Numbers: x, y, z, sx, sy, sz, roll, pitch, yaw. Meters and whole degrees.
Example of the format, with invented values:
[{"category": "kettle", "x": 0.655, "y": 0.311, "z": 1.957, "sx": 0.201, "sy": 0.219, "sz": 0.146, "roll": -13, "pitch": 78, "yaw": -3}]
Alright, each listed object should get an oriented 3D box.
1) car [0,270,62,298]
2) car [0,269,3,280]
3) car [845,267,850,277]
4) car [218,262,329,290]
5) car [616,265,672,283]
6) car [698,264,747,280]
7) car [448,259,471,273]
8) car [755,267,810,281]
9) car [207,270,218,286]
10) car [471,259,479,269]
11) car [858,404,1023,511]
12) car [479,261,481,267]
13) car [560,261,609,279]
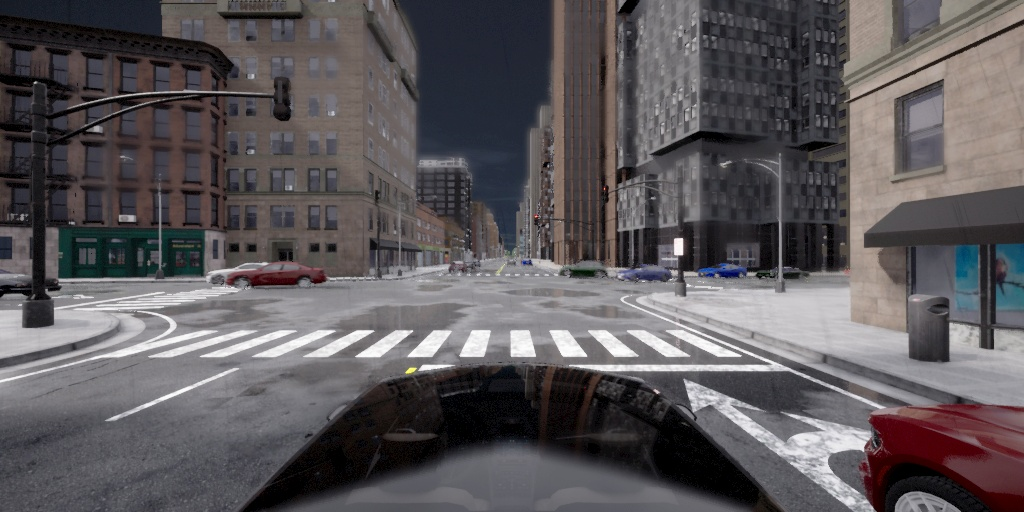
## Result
[{"category": "car", "x": -22.317, "y": 1.032, "z": 14.441, "sx": 5.357, "sy": 1.411, "sz": 2.033, "roll": 1, "pitch": 0, "yaw": -16}, {"category": "car", "x": -21.029, "y": 1.021, "z": 11.451, "sx": 5.357, "sy": 1.411, "sz": 2.033, "roll": 1, "pitch": 0, "yaw": -13}, {"category": "car", "x": 41.242, "y": 1.513, "z": 41.041, "sx": 5.566, "sy": 2.045, "sz": 2.150, "roll": 1, "pitch": 0, "yaw": -12}, {"category": "car", "x": -13.484, "y": 1.090, "z": 20.861, "sx": 5.008, "sy": 1.535, "sz": 1.882, "roll": 1, "pitch": 0, "yaw": -19}, {"category": "car", "x": 10.795, "y": 1.433, "z": 29.295, "sx": 4.674, "sy": 1.442, "sz": 1.812, "roll": 1, "pitch": -1, "yaw": -18}, {"category": "car", "x": 21.066, "y": 1.534, "z": 35.946, "sx": 5.008, "sy": 1.535, "sz": 1.882, "roll": 0, "pitch": 0, "yaw": -16}, {"category": "car", "x": -6.672, "y": 1.284, "z": 44.703, "sx": 1.812, "sy": 1.442, "sz": 4.674, "roll": 0, "pitch": 0, "yaw": 0}, {"category": "car", "x": 25.474, "y": 1.683, "z": 33.839, "sx": 4.718, "sy": 1.301, "sz": 1.895, "roll": 1, "pitch": 0, "yaw": -15}, {"category": "car", "x": -16.747, "y": 1.129, "z": 23.192, "sx": 4.674, "sy": 1.442, "sz": 1.812, "roll": 1, "pitch": 0, "yaw": -18}, {"category": "car", "x": -6.683, "y": 1.252, "z": 54.663, "sx": 2.128, "sy": 1.511, "sz": 4.902, "roll": 0, "pitch": 0, "yaw": 0}, {"category": "car", "x": 3.353, "y": 1.228, "z": 0.399, "sx": 1.882, "sy": 1.535, "sz": 5.008, "roll": 0, "pitch": 0, "yaw": 0}, {"category": "car", "x": -6.673, "y": 1.326, "z": 64.625, "sx": 1.994, "sy": 1.385, "sz": 4.181, "roll": 0, "pitch": 0, "yaw": 0}, {"category": "car", "x": 6.926, "y": 1.232, "z": 34.349, "sx": 4.553, "sy": 1.767, "sz": 2.097, "roll": 1, "pitch": 1, "yaw": 19}]
